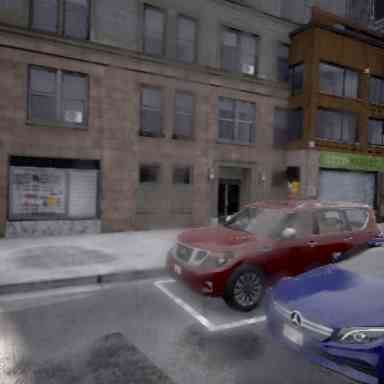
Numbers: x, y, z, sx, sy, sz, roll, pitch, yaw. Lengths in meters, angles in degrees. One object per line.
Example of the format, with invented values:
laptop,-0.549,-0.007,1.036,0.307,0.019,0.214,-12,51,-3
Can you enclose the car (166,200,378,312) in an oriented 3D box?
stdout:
car,1.994,1.126,7.272,5.009,1.841,2.192,0,3,-27

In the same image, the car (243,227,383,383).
car,3.270,1.435,4.956,4.674,1.442,1.812,0,2,-27
